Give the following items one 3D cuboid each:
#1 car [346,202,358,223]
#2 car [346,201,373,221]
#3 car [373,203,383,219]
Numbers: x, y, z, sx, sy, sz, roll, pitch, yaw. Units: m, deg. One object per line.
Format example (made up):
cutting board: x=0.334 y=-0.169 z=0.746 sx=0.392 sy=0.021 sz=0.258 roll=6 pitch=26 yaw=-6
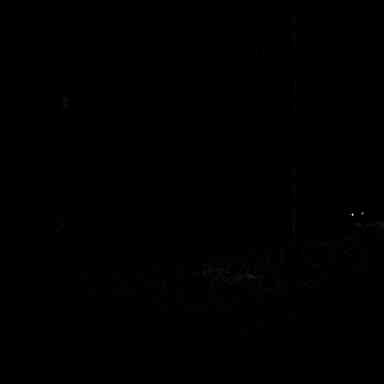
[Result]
car: x=9.347 y=1.540 z=24.374 sx=1.947 sy=1.339 sz=4.313 roll=0 pitch=0 yaw=-35
car: x=10.885 y=1.209 z=26.595 sx=2.150 sy=2.045 sz=5.566 roll=0 pitch=0 yaw=-35
car: x=15.885 y=1.581 z=29.030 sx=1.947 sy=1.339 sz=4.313 roll=0 pitch=0 yaw=-35
